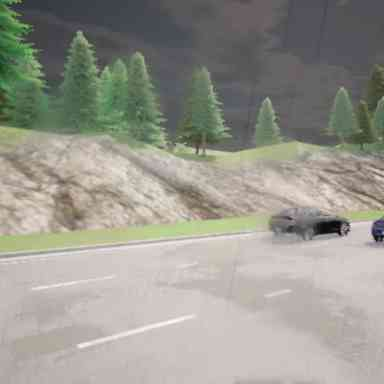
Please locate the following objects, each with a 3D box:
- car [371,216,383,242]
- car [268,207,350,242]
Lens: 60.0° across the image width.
[{"bbox_3d":[9.952,1.533,15.130,4.674,1.442,1.812,0,0,-35],"label":"car"},{"bbox_3d":[5.921,1.498,16.549,4.902,1.511,2.128,0,0,-35],"label":"car"}]
